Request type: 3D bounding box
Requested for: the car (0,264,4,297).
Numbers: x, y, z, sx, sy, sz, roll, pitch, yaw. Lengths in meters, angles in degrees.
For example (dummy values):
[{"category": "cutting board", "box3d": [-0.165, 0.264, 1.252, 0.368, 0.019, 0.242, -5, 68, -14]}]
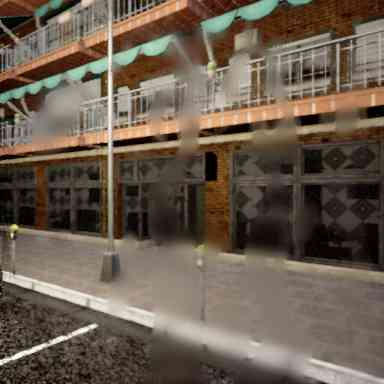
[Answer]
[{"category": "car", "box3d": [-5.542, 1.551, 6.829, 4.403, 1.369, 2.008, 0, 0, 36]}]
